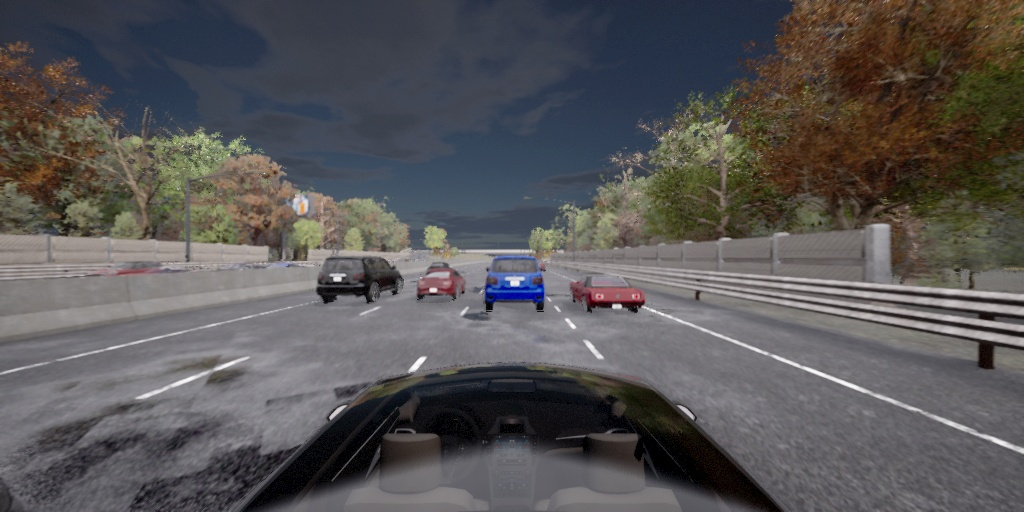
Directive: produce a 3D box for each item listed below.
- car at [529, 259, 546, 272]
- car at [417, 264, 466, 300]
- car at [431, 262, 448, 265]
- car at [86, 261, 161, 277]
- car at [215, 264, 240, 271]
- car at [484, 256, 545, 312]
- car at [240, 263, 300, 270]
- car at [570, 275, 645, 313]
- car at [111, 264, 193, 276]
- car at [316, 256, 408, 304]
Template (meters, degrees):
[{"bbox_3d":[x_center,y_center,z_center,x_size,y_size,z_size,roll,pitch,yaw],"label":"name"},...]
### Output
[{"bbox_3d":[3.496,1.252,50.667,2.097,1.767,4.553,0,0,0],"label":"car"},{"bbox_3d":[-3.403,1.324,17.808,1.812,1.442,4.674,0,0,0],"label":"car"},{"bbox_3d":[-6.904,1.357,34.887,1.837,1.490,4.892,0,0,0],"label":"car"},{"bbox_3d":[-28.098,1.178,26.408,2.097,1.767,4.553,0,0,0],"label":"car"},{"bbox_3d":[-21.099,1.321,27.796,2.128,1.511,4.902,0,0,0],"label":"car"},{"bbox_3d":[0.095,1.010,14.629,2.150,2.045,5.566,0,0,0],"label":"car"},{"bbox_3d":[-17.600,1.305,27.160,1.882,1.535,5.008,0,0,0],"label":"car"},{"bbox_3d":[3.494,1.384,14.109,1.895,1.301,4.718,0,0,0],"label":"car"},{"bbox_3d":[-24.601,1.423,25.326,1.895,1.301,4.718,0,0,0],"label":"car"},{"bbox_3d":[-6.902,1.017,16.867,2.150,2.045,5.566,0,0,0],"label":"car"}]
